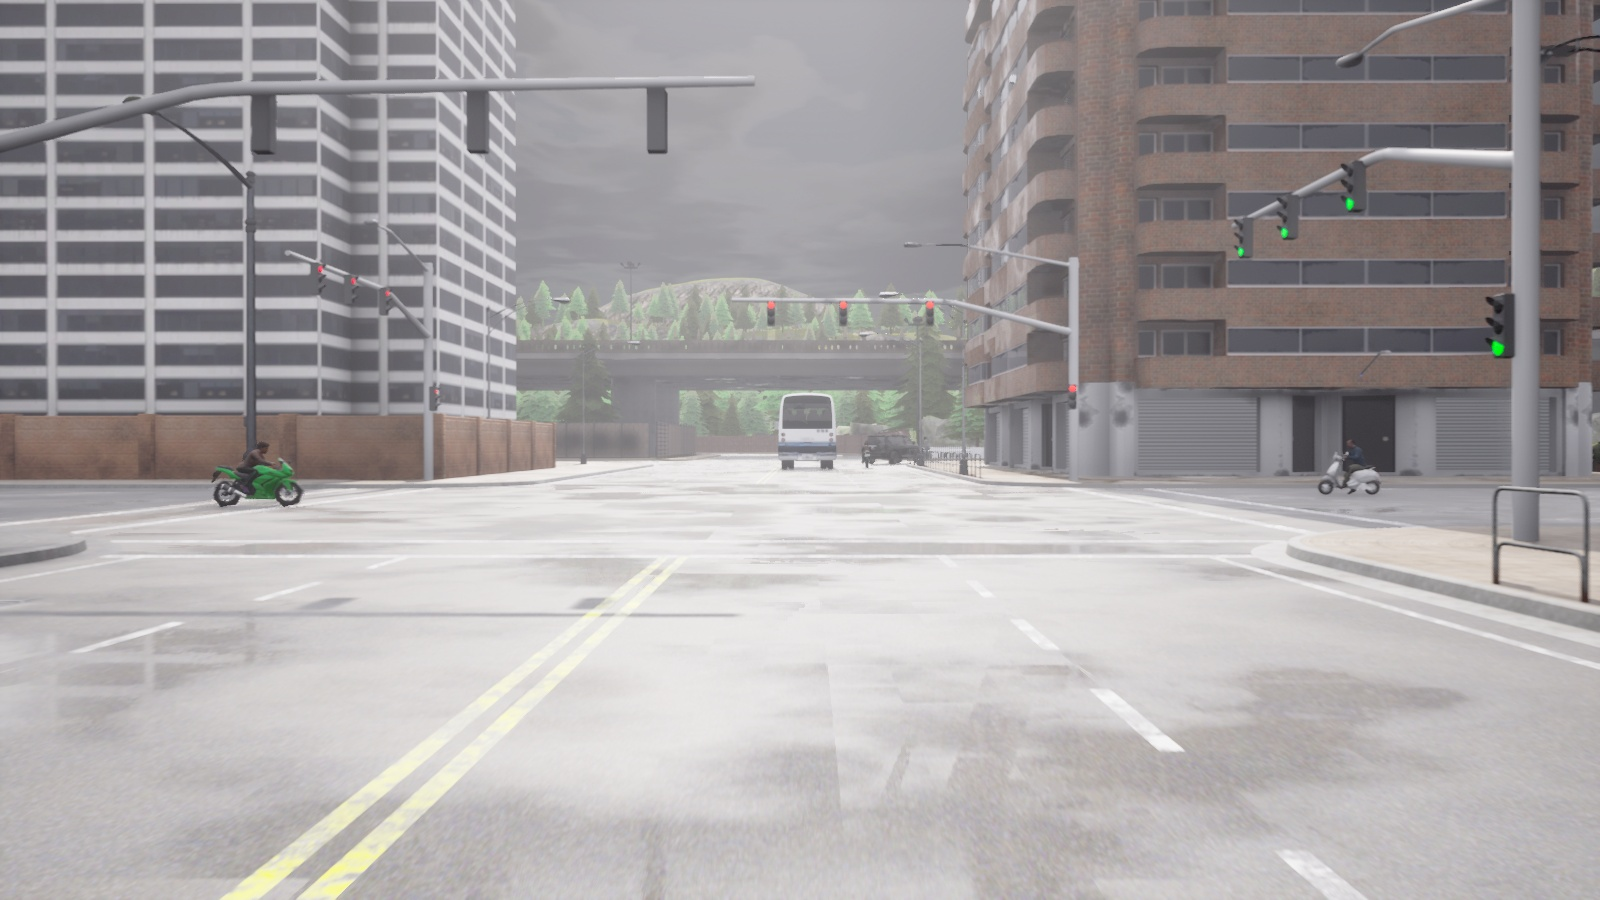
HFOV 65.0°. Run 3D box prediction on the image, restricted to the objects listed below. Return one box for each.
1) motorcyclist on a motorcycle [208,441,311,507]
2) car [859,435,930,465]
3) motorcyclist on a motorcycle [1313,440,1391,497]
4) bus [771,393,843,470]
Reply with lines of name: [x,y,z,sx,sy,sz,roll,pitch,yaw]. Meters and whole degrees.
motorcyclist on a motorcycle: [-12.542,0.554,29.169,2.044,1.523,0.797,0,-1,-6]
car: [6.629,-0.031,87.159,2.150,2.045,5.566,0,0,38]
motorcyclist on a motorcycle: [15.636,0.512,35.600,1.817,1.590,0.866,0,0,1]
bus: [0.431,-1.048,74.228,3.944,4.253,10.273,0,0,0]
